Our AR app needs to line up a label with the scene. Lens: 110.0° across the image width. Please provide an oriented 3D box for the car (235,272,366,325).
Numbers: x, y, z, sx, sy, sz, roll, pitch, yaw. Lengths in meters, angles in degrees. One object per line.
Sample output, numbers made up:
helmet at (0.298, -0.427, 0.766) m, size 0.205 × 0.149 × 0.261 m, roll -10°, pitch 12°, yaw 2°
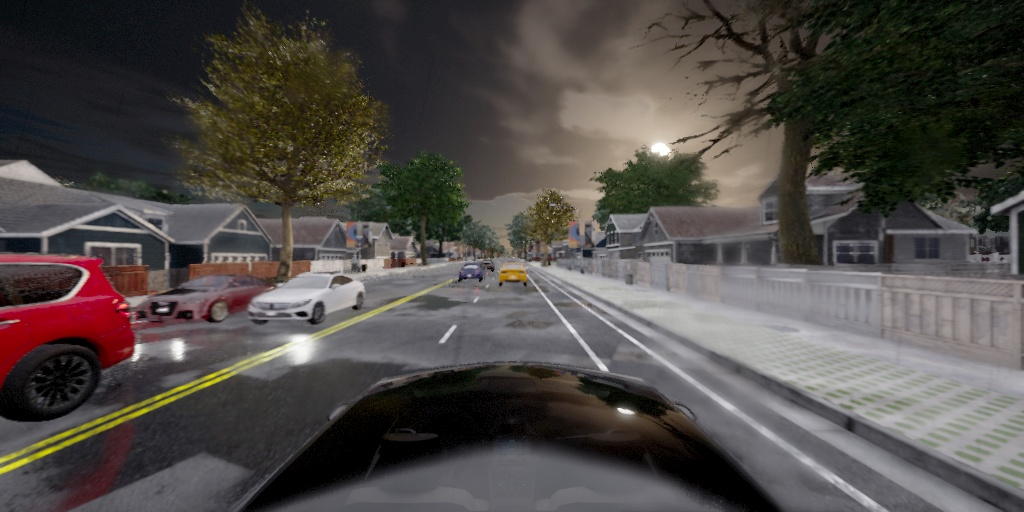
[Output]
car at (-6.506, 1.283, 12.020) m, size 1.812 × 1.442 × 4.674 m, roll 0°, pitch 0°, yaw 0°

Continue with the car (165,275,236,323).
car at (-9.756, 1.324, 12.018) m, size 1.994 × 1.385 × 4.181 m, roll 0°, pitch 0°, yaw 0°

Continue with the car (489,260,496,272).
car at (-3.184, 1.264, 47.104) m, size 1.837 × 1.490 × 4.892 m, roll 0°, pitch 1°, yaw 0°

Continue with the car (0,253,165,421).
car at (-6.597, 0.977, 2.888) m, size 2.150 × 2.045 × 5.566 m, roll 0°, pitch 0°, yaw 0°

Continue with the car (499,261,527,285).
car at (0.070, 1.231, 25.992) m, size 1.882 × 1.535 × 5.008 m, roll 0°, pitch 0°, yaw 0°

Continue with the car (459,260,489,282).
car at (-3.169, 1.282, 28.915) m, size 1.812 × 1.442 × 4.674 m, roll 0°, pitch 0°, yaw 0°
